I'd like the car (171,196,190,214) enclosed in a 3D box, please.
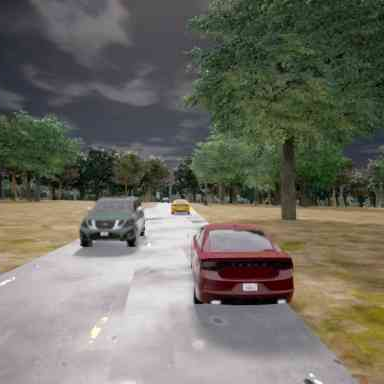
[{"bbox_3d":[-1.254,1.548,35.871,1.882,1.535,5.008,0,0,-3],"label":"car"}]

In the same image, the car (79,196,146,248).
[{"bbox_3d":[-3.393,1.223,15.211,2.150,2.045,5.566,0,0,-2],"label":"car"}]

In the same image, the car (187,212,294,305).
[{"bbox_3d":[0.932,1.477,8.172,1.882,1.535,5.008,0,0,-2],"label":"car"}]

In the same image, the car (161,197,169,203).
[{"bbox_3d":[-6.584,2.066,82.794,1.882,1.535,5.008,0,-1,-3],"label":"car"}]

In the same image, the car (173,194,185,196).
[{"bbox_3d":[-1.781,1.356,46.380,2.150,2.045,5.566,0,0,-3],"label":"car"}]
